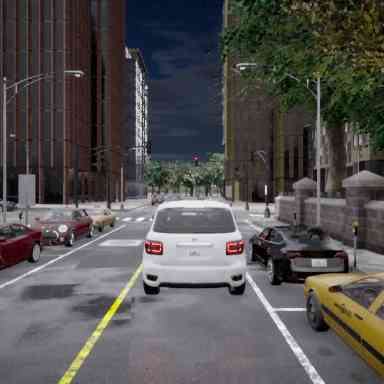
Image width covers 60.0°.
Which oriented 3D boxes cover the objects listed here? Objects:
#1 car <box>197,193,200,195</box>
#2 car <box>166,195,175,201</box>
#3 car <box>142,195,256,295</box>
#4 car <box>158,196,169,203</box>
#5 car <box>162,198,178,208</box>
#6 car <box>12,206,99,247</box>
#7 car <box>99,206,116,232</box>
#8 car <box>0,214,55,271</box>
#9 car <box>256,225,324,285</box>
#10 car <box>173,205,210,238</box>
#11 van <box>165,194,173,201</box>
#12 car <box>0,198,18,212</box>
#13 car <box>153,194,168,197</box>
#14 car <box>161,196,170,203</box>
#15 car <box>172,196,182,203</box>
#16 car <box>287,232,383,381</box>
[{"bbox_3d":[2.673,1.572,79.344,1.887,1.381,4.507,0,0,0],"label":"car"},{"bbox_3d":[-5.864,1.585,90.210,2.008,1.369,4.403,0,0,0],"label":"car"},{"bbox_3d":[0.056,1.222,8.863,2.150,2.045,5.566,0,0,0],"label":"car"},{"bbox_3d":[-5.840,1.602,68.459,1.802,1.307,4.206,0,0,0],"label":"car"},{"bbox_3d":[-3.149,1.574,48.149,1.994,1.385,4.181,0,0,0],"label":"car"},{"bbox_3d":[-5.781,1.441,14.720,1.967,1.590,4.097,0,0,0],"label":"car"},{"bbox_3d":[-5.787,1.527,20.006,1.752,1.417,4.829,0,0,0],"label":"car"},{"bbox_3d":[-5.775,1.545,9.262,1.887,1.381,4.507,0,0,0],"label":"car"},{"bbox_3d":[2.750,1.566,9.274,1.947,1.339,4.313,0,0,0],"label":"car"},{"bbox_3d":[0.003,1.527,18.508,1.812,1.442,4.674,0,0,0],"label":"car"},{"bbox_3d":[-5.858,1.372,84.772,1.690,1.788,3.998,0,0,0],"label":"van"},{"bbox_3d":[-19.177,1.160,31.618,4.892,1.490,1.837,1,0,0],"label":"car"},{"bbox_3d":[-5.828,1.329,57.584,2.192,1.841,5.009,0,0,0],"label":"car"},{"bbox_3d":[-5.846,1.548,73.727,1.752,1.417,4.829,0,0,0],"label":"car"},{"bbox_3d":[-3.078,1.580,69.281,1.994,1.385,4.181,0,0,0],"label":"car"},{"bbox_3d":[2.756,1.525,3.987,1.752,1.417,4.829,0,0,0],"label":"car"}]
